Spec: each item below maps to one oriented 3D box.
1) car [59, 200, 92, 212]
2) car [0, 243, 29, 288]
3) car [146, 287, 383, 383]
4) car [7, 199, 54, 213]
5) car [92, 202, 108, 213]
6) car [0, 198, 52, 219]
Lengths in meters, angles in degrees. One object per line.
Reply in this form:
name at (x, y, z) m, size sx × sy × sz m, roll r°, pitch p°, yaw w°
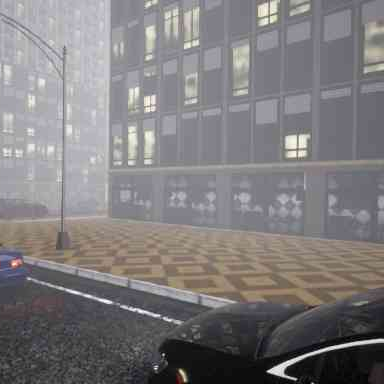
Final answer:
car at (-14.317, 1.751, 43.007) m, size 2.033 × 1.411 × 5.357 m, roll 1°, pitch 0°, yaw 37°
car at (-6.096, 1.543, 8.051) m, size 5.357 × 1.411 × 2.033 m, roll 0°, pitch 0°, yaw 36°
car at (1.825, 1.505, 2.381) m, size 4.892 × 1.490 × 1.837 m, roll 0°, pitch 0°, yaw 35°
car at (-19.529, 1.641, 40.339) m, size 1.752 × 1.417 × 4.829 m, roll 1°, pitch 0°, yaw 37°
car at (-9.234, 1.828, 40.156) m, size 1.752 × 1.417 × 4.829 m, roll 1°, pitch 0°, yaw 37°
car at (-16.049, 1.518, 30.957) m, size 2.192 × 1.841 × 5.009 m, roll 1°, pitch 0°, yaw 37°
